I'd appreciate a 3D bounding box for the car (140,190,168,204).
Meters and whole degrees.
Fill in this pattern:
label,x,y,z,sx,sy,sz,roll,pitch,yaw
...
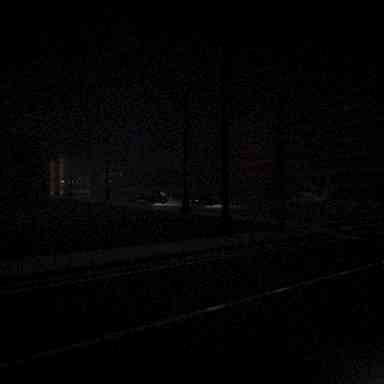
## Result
label,x,y,z,sx,sy,sz,roll,pitch,yaw
car,-5.193,0.883,47.350,1.812,1.442,4.674,-1,1,-34

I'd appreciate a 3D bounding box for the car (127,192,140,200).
label,x,y,z,sx,sy,sz,roll,pitch,yaw
car,-10.042,0.700,60.780,1.895,1.301,4.718,-1,1,-34

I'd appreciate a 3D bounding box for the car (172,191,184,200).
label,x,y,z,sx,sy,sz,roll,pitch,yaw
car,-1.908,0.629,61.390,1.812,1.442,4.674,-1,1,-34

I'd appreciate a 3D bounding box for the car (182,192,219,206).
label,x,y,z,sx,sy,sz,roll,pitch,yaw
car,1.281,0.989,44.077,2.033,1.411,5.357,-1,1,-35

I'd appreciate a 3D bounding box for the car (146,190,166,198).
label,x,y,z,sx,sy,sz,roll,pitch,yaw
car,-7.582,0.333,69.571,1.882,1.535,5.008,-1,1,-34
